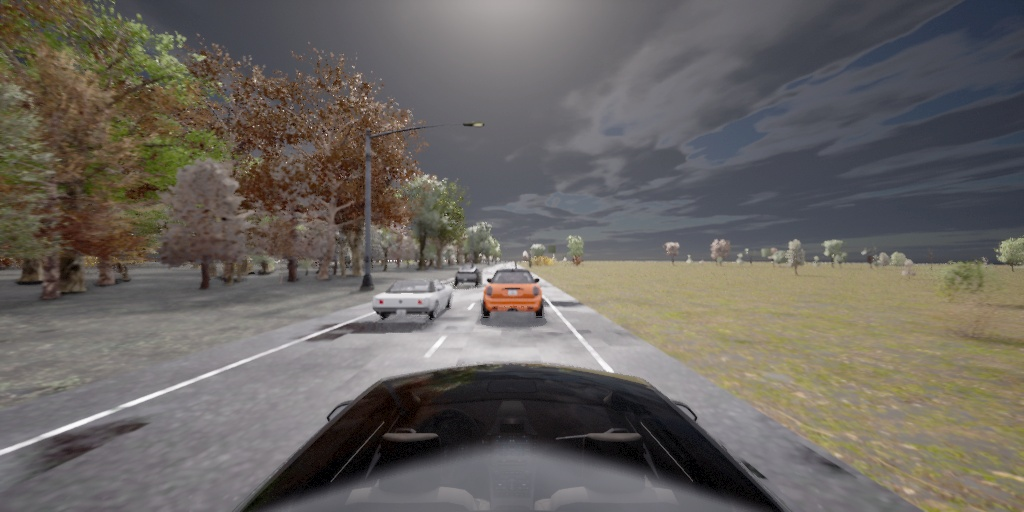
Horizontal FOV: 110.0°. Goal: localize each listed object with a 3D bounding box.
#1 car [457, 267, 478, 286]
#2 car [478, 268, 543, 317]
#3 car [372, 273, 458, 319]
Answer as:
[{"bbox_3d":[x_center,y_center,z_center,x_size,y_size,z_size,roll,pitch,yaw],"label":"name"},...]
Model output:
[{"bbox_3d":[-3.461,1.601,29.131,2.128,1.511,4.902,0,-1,0],"label":"car"},{"bbox_3d":[0.042,1.263,14.063,2.097,1.767,4.553,0,-1,0],"label":"car"},{"bbox_3d":[-3.463,1.505,13.506,1.895,1.301,4.718,0,-1,0],"label":"car"}]
